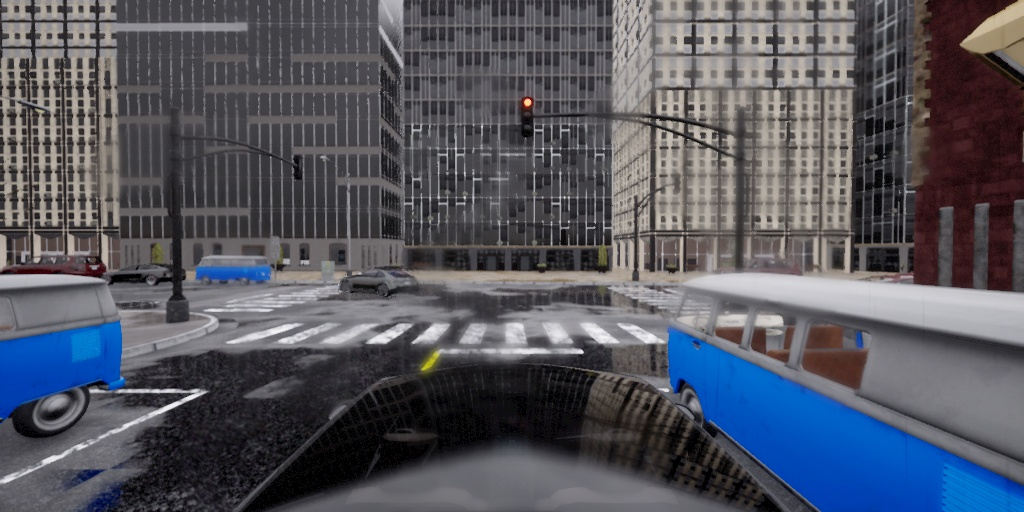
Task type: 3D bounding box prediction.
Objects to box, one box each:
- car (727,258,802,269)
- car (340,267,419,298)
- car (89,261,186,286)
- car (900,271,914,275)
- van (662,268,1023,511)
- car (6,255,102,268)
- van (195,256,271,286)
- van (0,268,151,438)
[{"bbox_3d":[15.143,1.060,22.190,5.009,1.841,2.192,0,0,0],"label":"car"},{"bbox_3d":[-6.736,1.258,18.161,4.181,1.385,1.994,1,1,30],"label":"car"},{"bbox_3d":[-22.769,1.120,22.246,4.313,1.339,1.948,0,0,0],"label":"car"},{"bbox_3d":[15.129,1.420,13.811,4.507,1.381,1.888,0,0,0],"label":"car"},{"bbox_3d":[2.686,1.089,2.795,1.690,1.789,3.998,0,0,0],"label":"van"},{"bbox_3d":[-28.292,0.844,22.254,5.009,1.841,2.192,0,0,0],"label":"car"},{"bbox_3d":[-17.247,0.921,22.238,3.998,1.789,1.690,0,0,0],"label":"van"},{"bbox_3d":[-5.695,1.089,2.787,1.690,1.789,3.998,0,0,0],"label":"van"}]
